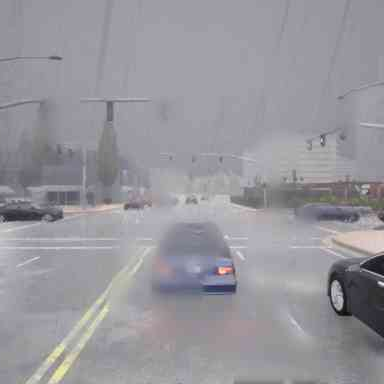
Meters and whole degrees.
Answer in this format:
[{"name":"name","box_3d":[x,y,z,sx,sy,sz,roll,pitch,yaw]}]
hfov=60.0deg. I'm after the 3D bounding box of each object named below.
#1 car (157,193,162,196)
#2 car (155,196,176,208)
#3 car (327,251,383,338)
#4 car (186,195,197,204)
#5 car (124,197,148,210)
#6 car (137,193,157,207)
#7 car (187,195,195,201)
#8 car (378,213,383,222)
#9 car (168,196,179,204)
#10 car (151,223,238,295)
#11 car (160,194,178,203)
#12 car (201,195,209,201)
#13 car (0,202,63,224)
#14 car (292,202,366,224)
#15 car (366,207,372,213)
[{"name":"car","box_3d":[-7.264,1.351,61.797,2.097,1.767,4.553,0,0,0]},{"name":"car","box_3d":[-3.755,1.600,47.532,1.895,1.301,4.718,0,0,0]},{"name":"car","box_3d":[3.547,1.505,4.610,1.837,1.490,4.892,0,0,0]},{"name":"car","box_3d":[-0.106,1.351,62.626,2.097,1.767,4.553,0,0,0]},{"name":"car","box_3d":[-7.286,1.600,42.226,1.895,1.301,4.718,0,0,1]},{"name":"car","box_3d":[-7.260,1.221,51.870,2.150,2.045,5.566,0,0,0]},{"name":"car","box_3d":[-0.278,1.477,84.489,1.882,1.535,5.008,0,0,0]},{"name":"car","box_3d":[14.583,1.601,21.022,4.718,1.301,1.895,0,0,-2]},{"name":"car","box_3d":[-3.748,1.563,66.670,1.994,1.385,4.181,0,0,0]},{"name":"car","box_3d":[0.054,1.547,8.855,2.033,1.411,5.357,0,0,0]},{"name":"car","box_3d":[-3.771,1.491,56.803,2.128,1.511,4.902,0,0,0]},{"name":"car","box_3d":[3.222,1.552,84.534,1.994,1.385,4.181,0,0,0]},{"name":"car","box_3d":[-12.095,1.477,24.377,5.008,1.535,1.882,0,0,-8]},{"name":"car","box_3d":[9.781,1.525,24.405,4.674,1.442,1.812,0,0,-1]},{"name":"car","box_3d":[14.343,1.601,31.778,4.718,1.301,1.895,0,0,1]}]
